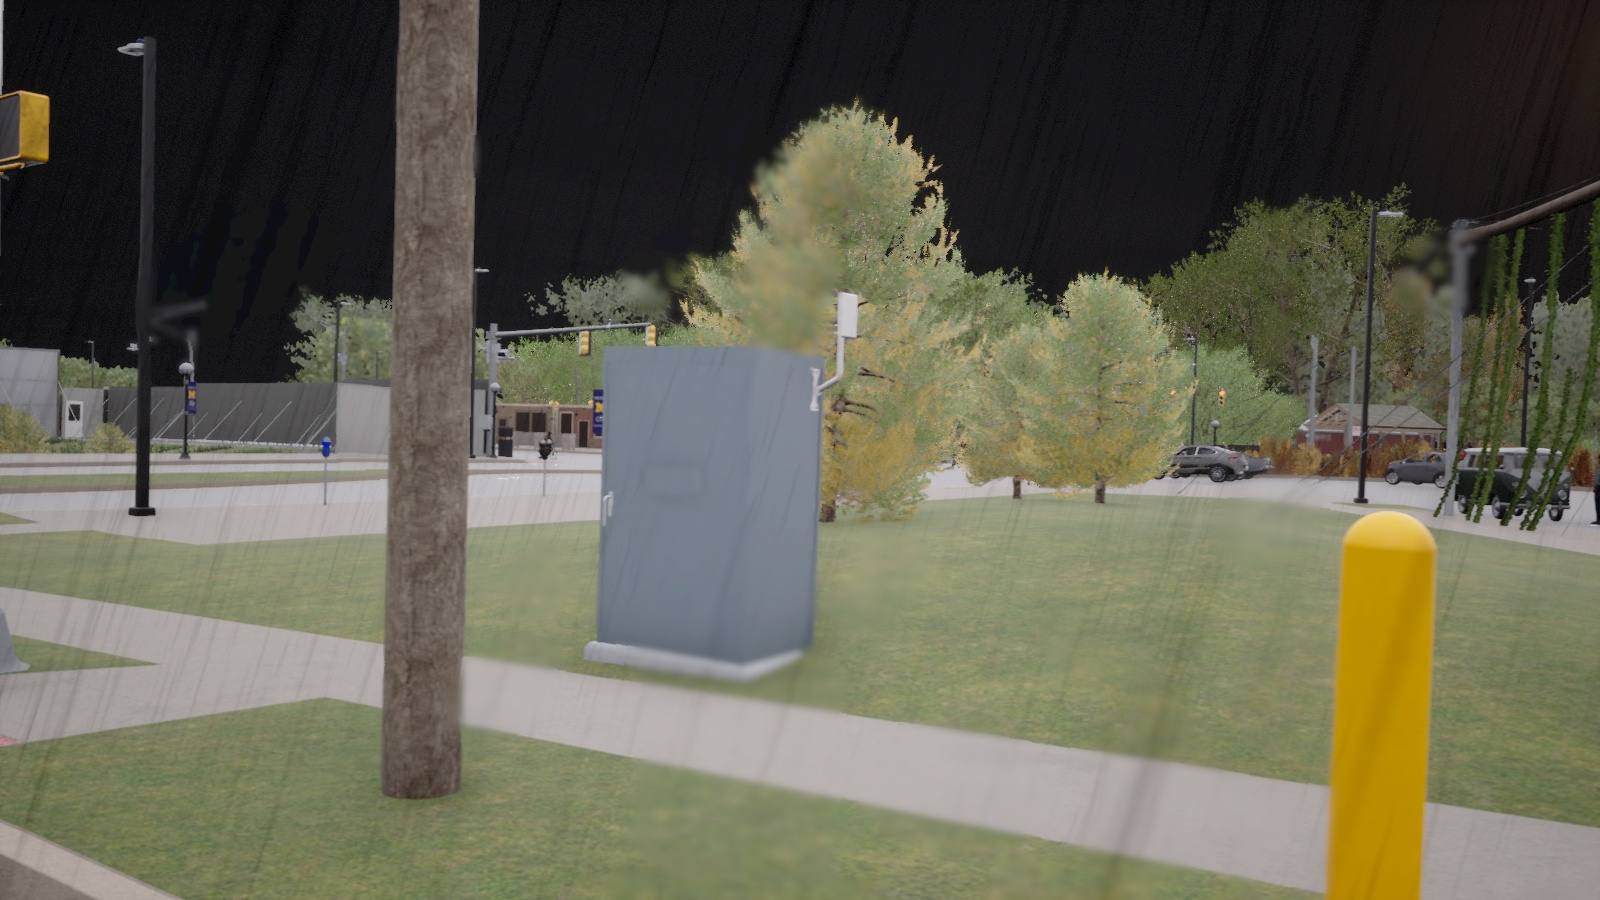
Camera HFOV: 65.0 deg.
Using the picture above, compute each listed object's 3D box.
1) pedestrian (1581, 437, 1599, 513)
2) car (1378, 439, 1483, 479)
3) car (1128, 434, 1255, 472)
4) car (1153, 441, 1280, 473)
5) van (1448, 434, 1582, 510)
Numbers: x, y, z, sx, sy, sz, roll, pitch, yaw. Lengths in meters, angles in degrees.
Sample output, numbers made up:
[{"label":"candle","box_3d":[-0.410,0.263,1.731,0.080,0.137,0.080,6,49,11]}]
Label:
[{"label":"pedestrian","box_3d":[20.909,0.642,32.723,0.788,1.949,0.423,1,2,-6]},{"label":"car","box_3d":[26.606,0.356,53.073,1.845,1.501,3.633,-1,2,-22]},{"label":"car","box_3d":[17.531,0.121,56.313,5.027,1.651,2.152,0,1,34]},{"label":"car","box_3d":[19.640,0.330,59.295,5.357,1.411,2.033,0,1,34]},{"label":"van","box_3d":[20.085,0.559,35.475,1.775,1.987,4.442,1,1,9]}]
